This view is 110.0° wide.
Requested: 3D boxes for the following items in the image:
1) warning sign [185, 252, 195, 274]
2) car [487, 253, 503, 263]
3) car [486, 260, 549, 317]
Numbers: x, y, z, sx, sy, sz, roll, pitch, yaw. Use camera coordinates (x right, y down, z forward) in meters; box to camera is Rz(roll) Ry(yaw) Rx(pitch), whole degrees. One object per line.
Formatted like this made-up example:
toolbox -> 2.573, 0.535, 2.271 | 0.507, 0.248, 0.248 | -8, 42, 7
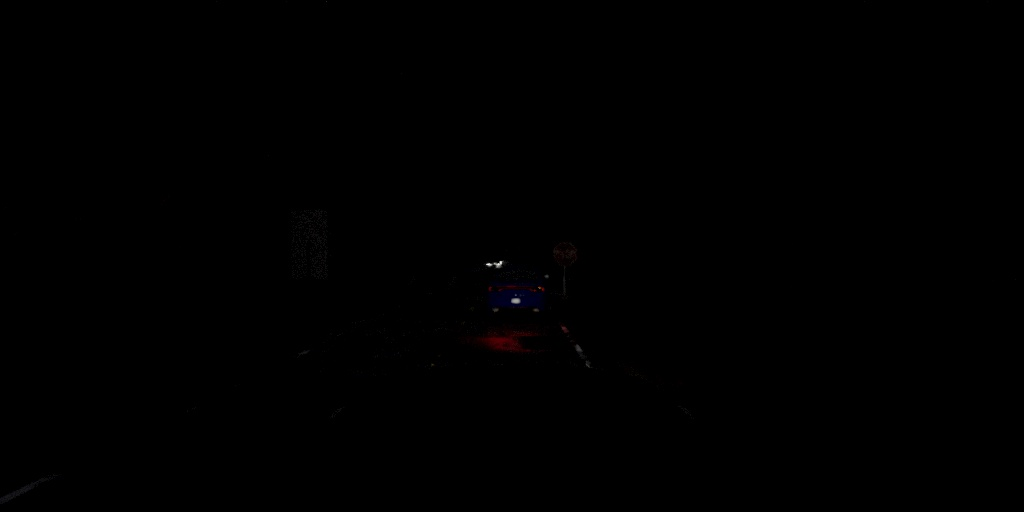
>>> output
warning sign -> -24.205, 0.418, 27.430 | 1.060, 1.860, 1.300 | 0, 0, 0
car -> -2.889, 0.477, 57.042 | 1.994, 1.385, 4.181 | 0, 1, 0
car -> 0.277, 1.078, 12.562 | 1.882, 1.535, 5.008 | 0, 1, 4
